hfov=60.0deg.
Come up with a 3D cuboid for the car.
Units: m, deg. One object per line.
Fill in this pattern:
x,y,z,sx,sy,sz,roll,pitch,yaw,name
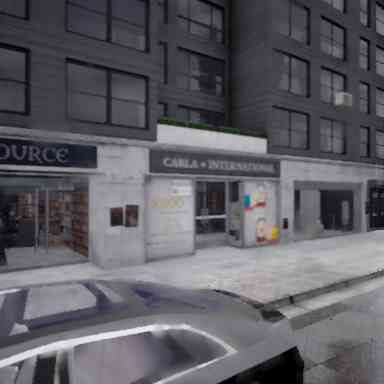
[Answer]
-1.304,1.491,2.142,4.902,1.511,2.128,0,0,-36,car
